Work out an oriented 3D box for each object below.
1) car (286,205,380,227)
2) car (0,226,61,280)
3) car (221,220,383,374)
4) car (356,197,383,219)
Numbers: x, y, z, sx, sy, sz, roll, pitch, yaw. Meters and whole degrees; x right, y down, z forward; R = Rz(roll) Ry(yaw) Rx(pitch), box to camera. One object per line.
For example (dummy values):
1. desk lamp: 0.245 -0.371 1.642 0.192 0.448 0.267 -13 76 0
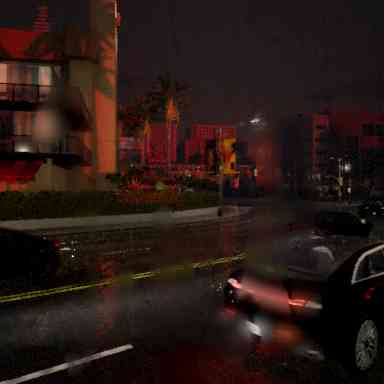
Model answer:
1. car: 5.537 1.471 13.132 1.882 1.535 5.008 0 0 44
2. car: -5.558 1.555 8.347 4.181 1.385 1.994 0 0 -36
3. car: 2.667 1.489 5.667 4.902 1.511 2.128 0 0 -39
4. car: 15.414 1.480 28.736 2.128 1.511 4.902 0 0 21
